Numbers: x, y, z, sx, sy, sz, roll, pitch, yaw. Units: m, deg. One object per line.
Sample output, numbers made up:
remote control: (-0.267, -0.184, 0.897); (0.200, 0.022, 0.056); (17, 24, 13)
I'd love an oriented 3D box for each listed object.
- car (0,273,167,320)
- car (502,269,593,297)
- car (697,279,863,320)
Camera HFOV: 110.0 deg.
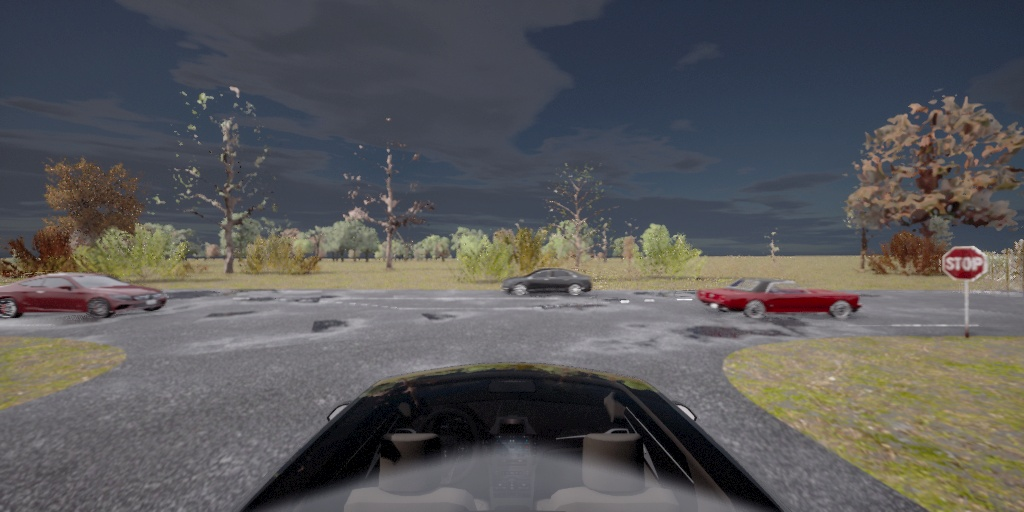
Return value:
car: (-14.709, 1.313, 12.260); (4.674, 1.442, 1.812); (0, 0, -1)
car: (1.888, 1.432, 19.531); (4.892, 1.490, 1.837); (0, 0, -1)
car: (9.300, 1.468, 12.641); (4.718, 1.301, 1.895); (0, 0, -1)
